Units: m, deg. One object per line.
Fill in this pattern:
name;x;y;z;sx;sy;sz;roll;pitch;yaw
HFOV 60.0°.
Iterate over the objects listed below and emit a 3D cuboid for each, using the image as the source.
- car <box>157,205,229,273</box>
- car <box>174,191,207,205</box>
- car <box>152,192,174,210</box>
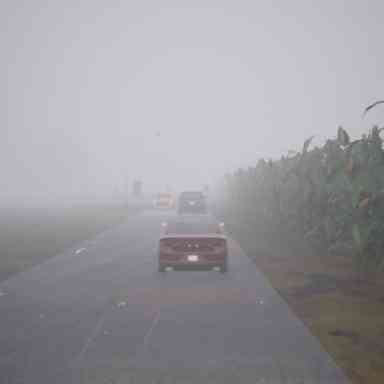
car;0.038;1.411;10.499;1.882;1.535;5.008;0;1;0
car;0.028;0.920;26.730;2.150;2.045;5.566;0;1;1
car;-2.854;0.880;34.259;2.097;1.767;4.553;0;2;0
